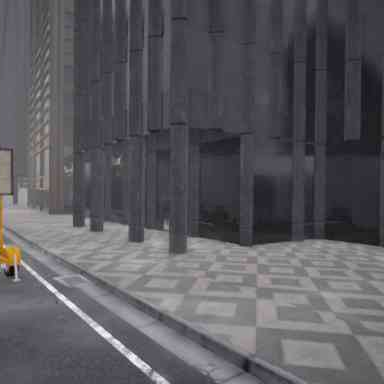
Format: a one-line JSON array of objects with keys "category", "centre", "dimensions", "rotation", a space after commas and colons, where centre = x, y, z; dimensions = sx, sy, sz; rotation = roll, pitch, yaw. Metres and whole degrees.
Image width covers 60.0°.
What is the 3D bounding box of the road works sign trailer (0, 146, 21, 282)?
[{"category": "road works sign trailer", "centre": [-6.148, 0.495, 8.866], "dimensions": [2.380, 3.560, 2.880], "rotation": [0, 0, -42]}]
